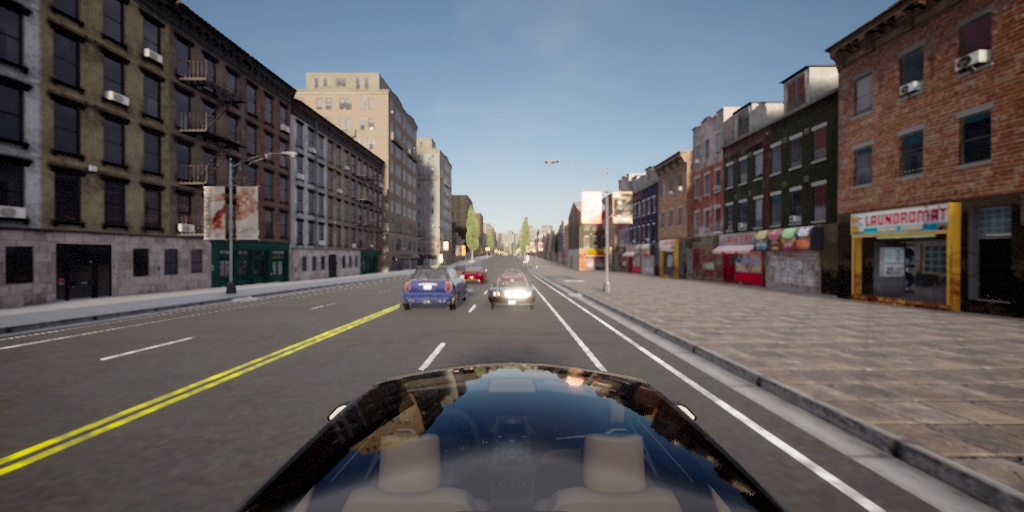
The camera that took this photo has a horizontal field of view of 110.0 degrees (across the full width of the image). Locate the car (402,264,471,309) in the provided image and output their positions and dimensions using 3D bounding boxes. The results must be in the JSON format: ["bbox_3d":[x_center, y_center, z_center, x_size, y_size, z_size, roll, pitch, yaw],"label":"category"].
[{"bbox_3d":[-3.241,1.259,15.913,2.097,1.767,4.553,0,-1,0],"label":"car"}]

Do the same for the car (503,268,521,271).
[{"bbox_3d":[0.015,1.727,30.947,1.895,1.301,4.718,0,-1,0],"label":"car"}]

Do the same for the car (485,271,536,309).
[{"bbox_3d":[0.008,1.510,15.941,1.895,1.301,4.718,0,-1,0],"label":"car"}]

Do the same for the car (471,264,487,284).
[{"bbox_3d":[-3.232,1.610,31.318,1.882,1.535,5.008,0,-1,0],"label":"car"}]
